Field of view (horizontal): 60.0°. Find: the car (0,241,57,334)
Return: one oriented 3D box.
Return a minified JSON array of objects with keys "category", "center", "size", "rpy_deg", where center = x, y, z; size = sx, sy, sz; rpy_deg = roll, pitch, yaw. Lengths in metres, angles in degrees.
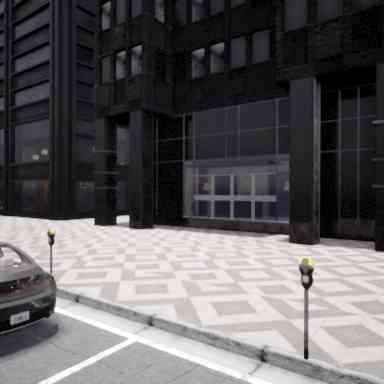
[{"category":"car","center":[-4.204,1.545,5.978],"size":[4.403,1.369,2.008],"rpy_deg":[0,0,36]}]
